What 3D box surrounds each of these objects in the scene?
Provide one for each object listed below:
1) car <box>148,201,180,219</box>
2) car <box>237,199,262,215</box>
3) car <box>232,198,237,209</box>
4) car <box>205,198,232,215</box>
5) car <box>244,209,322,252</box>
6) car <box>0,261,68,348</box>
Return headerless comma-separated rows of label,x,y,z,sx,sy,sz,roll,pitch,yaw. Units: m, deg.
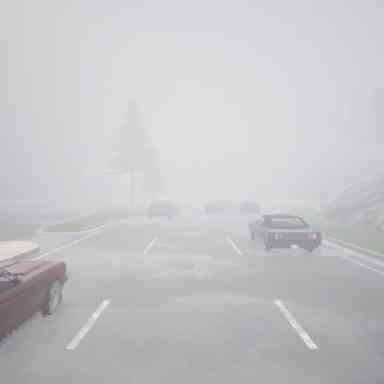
car,-2.343,1.492,29.056,2.128,1.511,4.902,0,0,11
car,6.082,1.477,33.962,1.882,1.535,5.008,0,0,15
car,5.320,1.526,44.193,1.812,1.442,4.674,0,0,16
car,2.558,1.526,34.231,1.812,1.442,4.674,0,0,15
car,3.612,1.601,13.854,1.895,1.301,4.718,0,0,0
car,-3.398,1.600,4.544,1.895,1.301,4.718,0,0,0
